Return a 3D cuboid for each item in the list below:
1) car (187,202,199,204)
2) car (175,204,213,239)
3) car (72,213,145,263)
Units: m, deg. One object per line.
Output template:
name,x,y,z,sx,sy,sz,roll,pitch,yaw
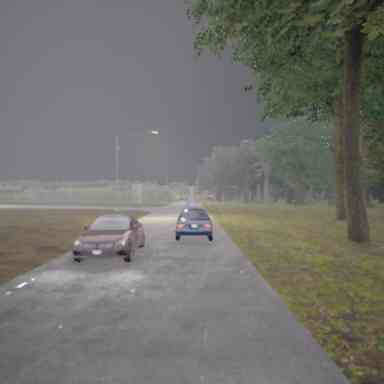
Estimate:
car,0.095,1.684,33.325,1.994,1.385,4.181,0,0,0
car,0.099,1.586,17.405,2.033,1.411,5.357,0,0,0
car,-2.837,1.546,12.248,1.812,1.442,4.674,0,0,0
